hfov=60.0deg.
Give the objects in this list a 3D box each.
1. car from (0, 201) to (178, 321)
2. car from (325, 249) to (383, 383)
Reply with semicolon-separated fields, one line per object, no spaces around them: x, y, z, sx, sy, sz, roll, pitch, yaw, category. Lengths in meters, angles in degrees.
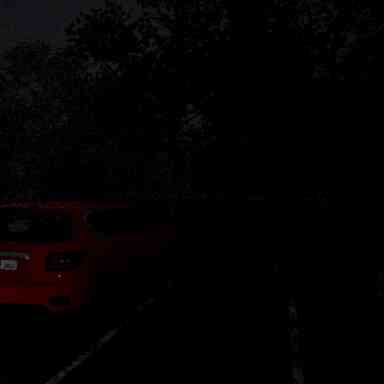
-2.041;1.218;7.558;2.435;2.045;5.566;0;-1;15;car
2.807;1.527;4.100;2.002;1.452;4.674;1;0;15;car
